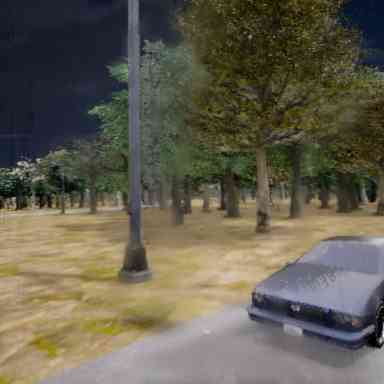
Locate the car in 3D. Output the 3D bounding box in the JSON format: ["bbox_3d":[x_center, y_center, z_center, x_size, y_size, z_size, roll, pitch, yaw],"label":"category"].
[{"bbox_3d":[3.335,1.616,6.702,2.033,1.411,5.357,-1,-1,45],"label":"car"}]
